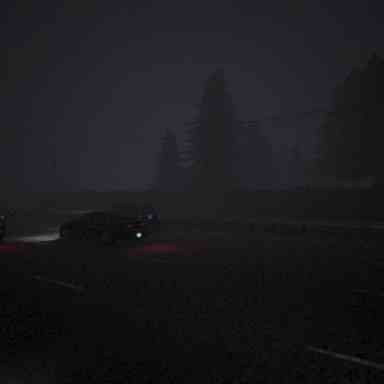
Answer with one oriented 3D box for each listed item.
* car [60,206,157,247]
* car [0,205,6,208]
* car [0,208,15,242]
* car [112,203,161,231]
[{"bbox_3d":[-4.227,1.594,15.593,4.892,1.490,1.837,0,0,36],"label":"car"},{"bbox_3d":[-17.882,1.827,29.640,4.718,1.301,1.895,-1,0,36],"label":"car"},{"bbox_3d":[-10.789,1.633,15.983,4.892,1.490,1.837,0,0,36],"label":"car"},{"bbox_3d":[-4.070,1.456,19.783,4.553,1.767,2.097,-1,0,36],"label":"car"}]
